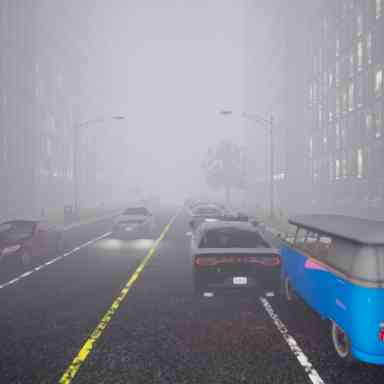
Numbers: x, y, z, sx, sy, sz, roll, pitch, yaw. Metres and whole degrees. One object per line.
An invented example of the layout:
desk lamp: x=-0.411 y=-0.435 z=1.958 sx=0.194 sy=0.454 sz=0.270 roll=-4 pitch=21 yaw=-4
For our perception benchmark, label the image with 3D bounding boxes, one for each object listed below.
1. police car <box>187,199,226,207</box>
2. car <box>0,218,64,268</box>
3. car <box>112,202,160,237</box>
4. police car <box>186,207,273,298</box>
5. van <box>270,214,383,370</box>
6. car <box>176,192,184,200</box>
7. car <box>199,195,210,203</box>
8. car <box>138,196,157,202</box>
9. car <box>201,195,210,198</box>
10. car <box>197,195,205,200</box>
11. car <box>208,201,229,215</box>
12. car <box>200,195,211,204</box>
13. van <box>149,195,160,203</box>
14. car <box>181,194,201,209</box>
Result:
police car: x=0.855 y=1.425 z=18.706 sx=1.930 sy=1.638 sz=5.238 roll=0 pitch=0 yaw=0
car: x=-5.718 y=1.582 z=11.255 sx=1.802 sy=1.307 sz=4.206 roll=0 pitch=0 yaw=0
car: x=-3.045 y=1.525 z=18.327 sx=1.812 sy=1.442 sz=4.674 roll=0 pitch=0 yaw=0
police car: x=0.879 y=1.425 z=8.706 sx=1.930 sy=1.638 sz=5.238 roll=0 pitch=0 yaw=0
van: x=2.677 y=1.341 z=5.581 sx=1.690 sy=1.788 sz=3.998 roll=0 pitch=0 yaw=0
car: x=-3.230 y=1.135 z=93.571 sx=2.150 sy=2.045 sz=5.566 roll=0 pitch=0 yaw=0
car: x=2.524 y=1.401 z=68.197 sx=1.967 sy=1.590 sz=4.097 roll=0 pitch=0 yaw=0
car: x=-5.787 y=1.548 z=39.719 sx=2.008 sy=1.369 sz=4.403 roll=0 pitch=0 yaw=0
car: x=2.580 y=1.544 z=45.428 sx=2.008 sy=1.369 sz=4.403 roll=0 pitch=0 yaw=0
car: x=2.469 y=1.463 z=90.968 sx=1.887 sy=1.381 sz=4.507 roll=0 pitch=0 yaw=0
car: x=2.607 y=1.581 z=34.043 sx=1.802 sy=1.307 sz=4.206 roll=0 pitch=0 yaw=0
car: x=2.538 y=1.410 z=62.505 sx=1.967 sy=1.590 sz=4.097 roll=0 pitch=0 yaw=0
van: x=-5.814 y=1.328 z=51.104 sx=1.690 sy=1.788 sz=3.998 roll=0 pitch=0 yaw=0
car: x=-0.104 y=1.471 z=45.178 sx=1.882 sy=1.535 sz=5.008 roll=0 pitch=0 yaw=1
